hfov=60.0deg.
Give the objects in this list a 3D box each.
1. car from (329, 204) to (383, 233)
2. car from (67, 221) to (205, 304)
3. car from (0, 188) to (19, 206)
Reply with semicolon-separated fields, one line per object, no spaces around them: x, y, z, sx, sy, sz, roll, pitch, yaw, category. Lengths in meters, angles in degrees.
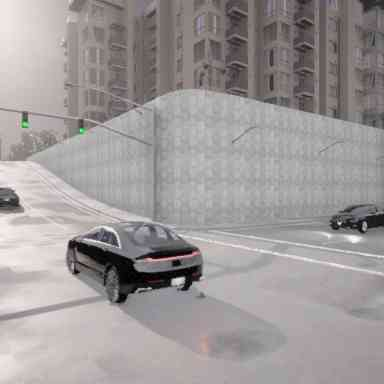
10.152;1.504;19.851;4.892;1.490;1.837;0;0;-36;car
-1.678;1.493;8.337;2.128;1.511;4.902;0;0;-36;car
-15.960;0.310;28.188;1.994;1.385;4.181;0;8;-36;car
